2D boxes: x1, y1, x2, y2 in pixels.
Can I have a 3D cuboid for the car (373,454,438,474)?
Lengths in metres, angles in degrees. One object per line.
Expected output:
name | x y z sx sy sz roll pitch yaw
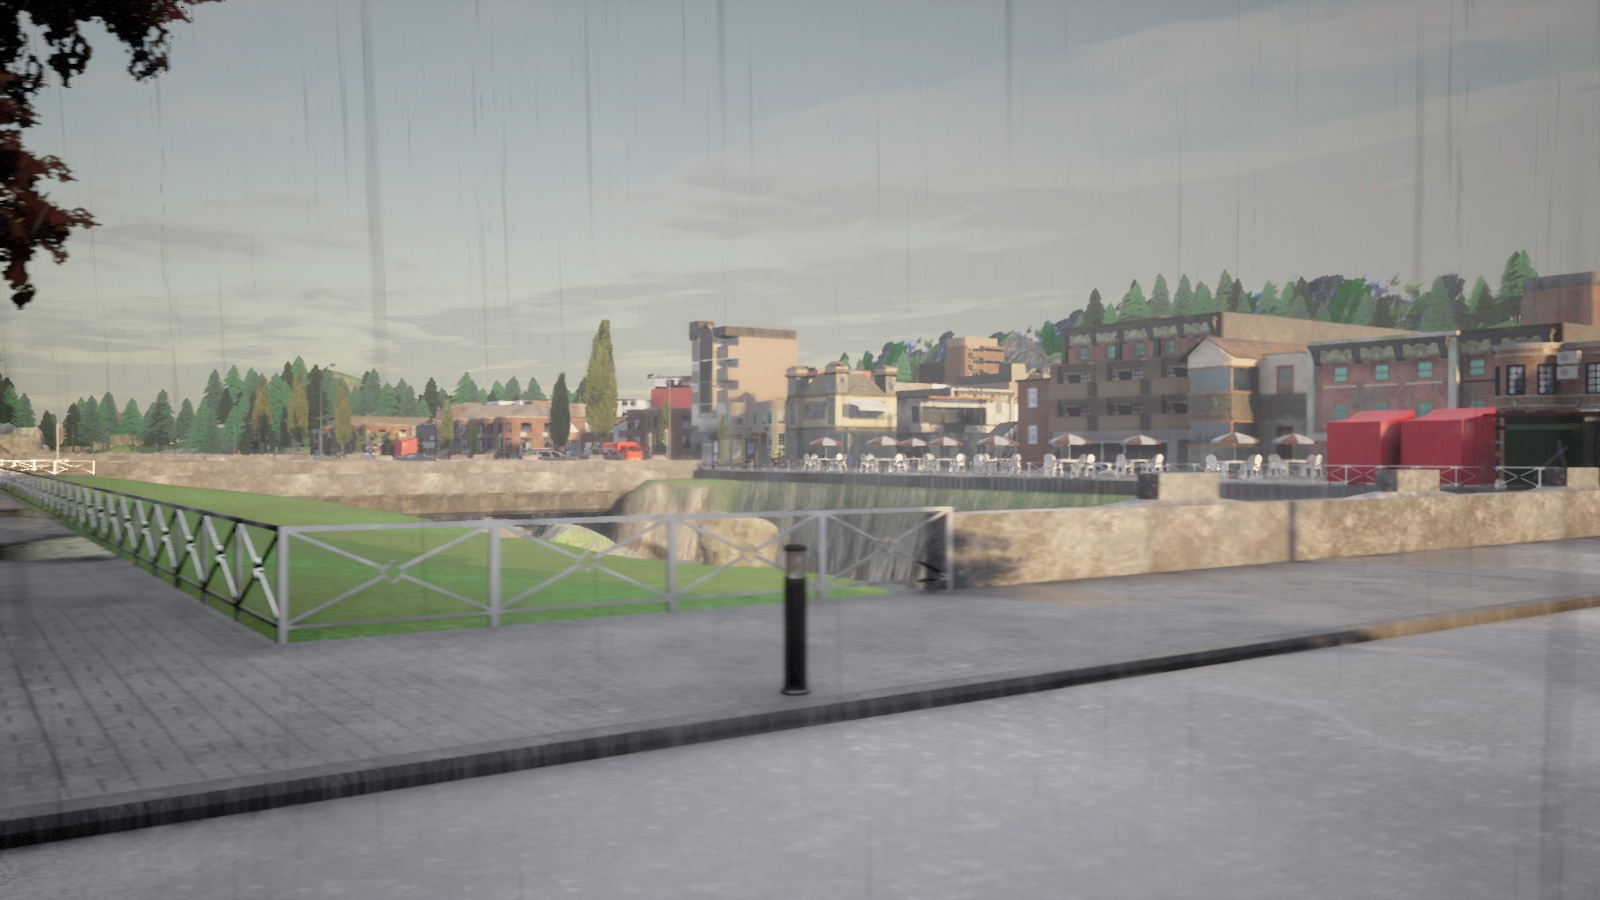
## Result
car | -29.494 1.038 93.898 4.181 1.385 1.994 0 0 -35

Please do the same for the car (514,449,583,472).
car | -19.238 0.782 96.157 4.611 1.667 2.242 0 0 -35
